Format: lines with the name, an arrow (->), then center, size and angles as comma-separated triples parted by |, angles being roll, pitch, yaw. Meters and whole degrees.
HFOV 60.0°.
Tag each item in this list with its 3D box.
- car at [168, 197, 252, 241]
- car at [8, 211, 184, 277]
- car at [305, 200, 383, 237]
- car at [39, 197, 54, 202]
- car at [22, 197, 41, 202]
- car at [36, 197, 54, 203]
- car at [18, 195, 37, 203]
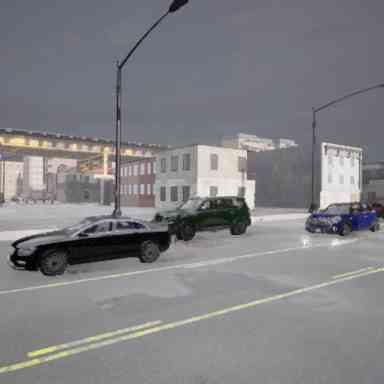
car -> 0.607, 1.268, 17.224 | 5.566, 2.045, 2.150 | 0, 0, -35
car -> -2.969, 1.523, 10.457 | 4.902, 1.511, 2.128 | 0, 0, -35
car -> 8.307, 1.370, 18.336 | 4.553, 1.767, 2.097 | 0, 0, -35
car -> -35.457, 1.828, 81.266 | 1.853, 1.218, 4.536 | 1, -1, -5
car -> -39.230, 1.788, 81.199 | 4.536, 1.218, 1.853 | 0, -1, 25
car -> -35.454, 1.985, 81.212 | 2.038, 1.542, 4.974 | 1, -1, -5
car -> -39.185, 1.946, 81.175 | 4.974, 1.542, 2.038 | 0, -1, 25
